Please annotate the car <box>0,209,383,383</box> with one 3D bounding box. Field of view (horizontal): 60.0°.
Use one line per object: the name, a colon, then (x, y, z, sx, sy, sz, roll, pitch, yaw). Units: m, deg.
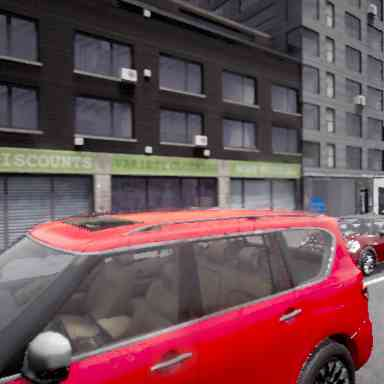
car: (-0.636, 1.223, 2.909, 5.566, 2.045, 2.150, 0, 0, -36)
